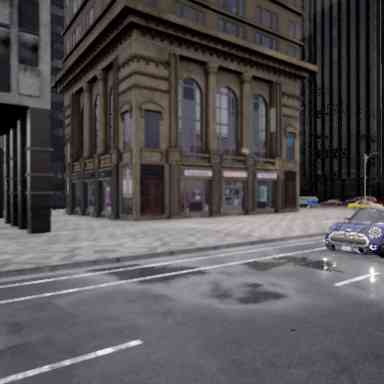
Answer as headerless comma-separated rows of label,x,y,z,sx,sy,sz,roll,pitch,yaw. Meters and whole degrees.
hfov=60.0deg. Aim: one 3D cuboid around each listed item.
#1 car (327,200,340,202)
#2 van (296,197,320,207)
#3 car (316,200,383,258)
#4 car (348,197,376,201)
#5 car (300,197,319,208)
car,25.123,2.019,59.448,1.802,1.307,4.206,-1,0,-35
van,22.177,1.847,63.600,1.690,1.788,3.998,-1,0,-35
car,7.150,1.357,12.776,4.553,1.767,2.097,0,0,-35
car,24.141,1.856,46.079,1.752,1.417,4.829,-1,0,-35
car,18.387,2.017,54.185,2.008,1.369,4.403,-1,0,-35
